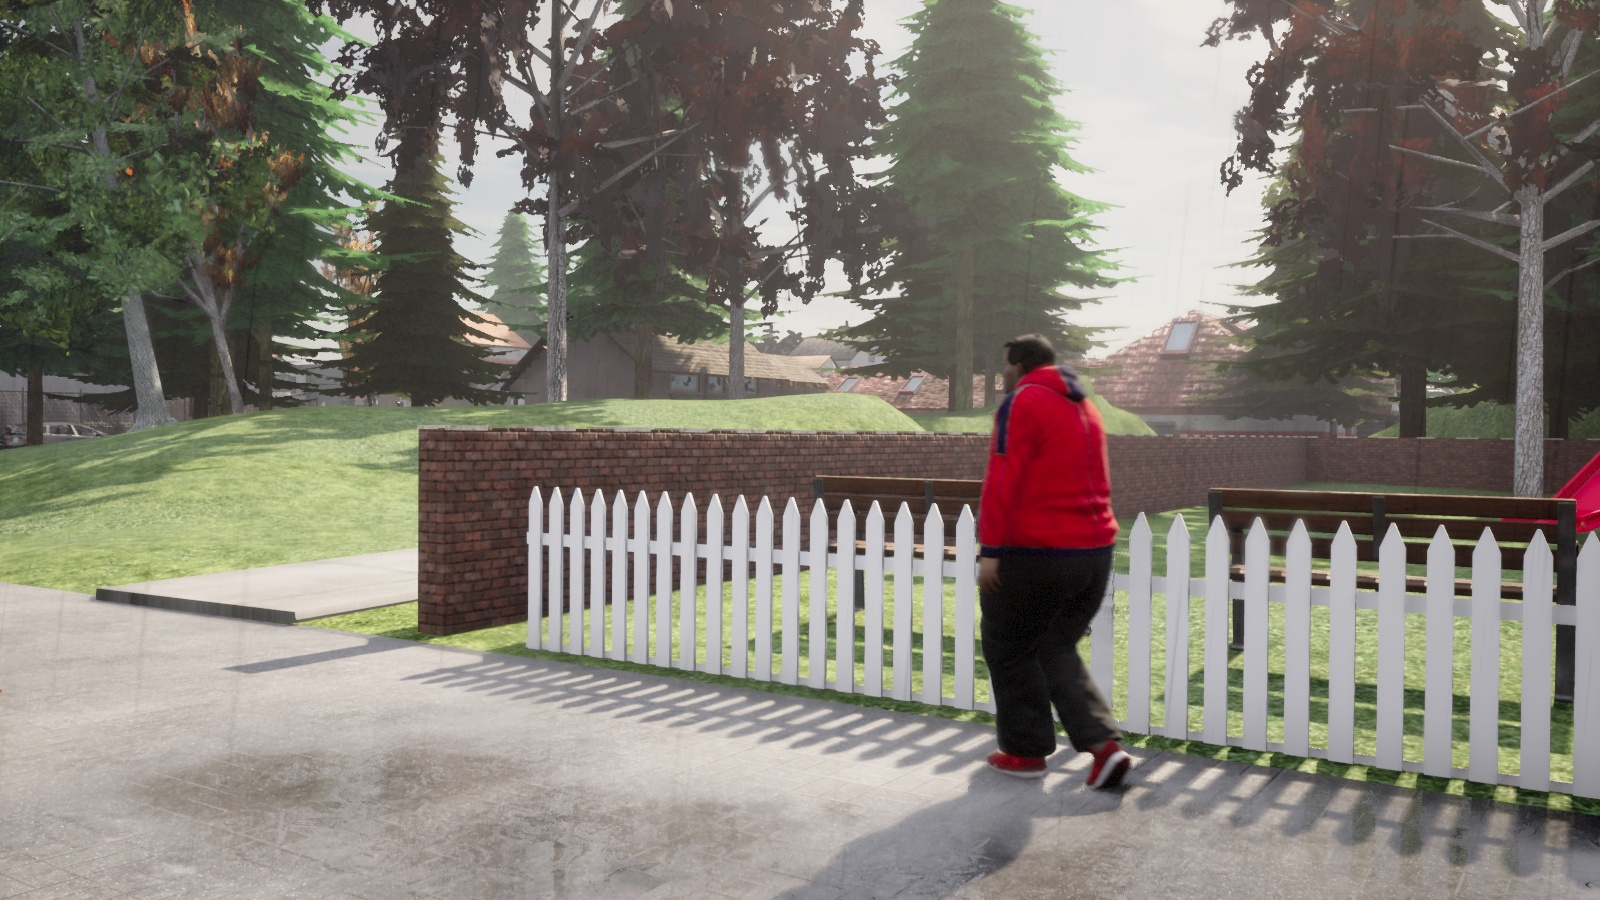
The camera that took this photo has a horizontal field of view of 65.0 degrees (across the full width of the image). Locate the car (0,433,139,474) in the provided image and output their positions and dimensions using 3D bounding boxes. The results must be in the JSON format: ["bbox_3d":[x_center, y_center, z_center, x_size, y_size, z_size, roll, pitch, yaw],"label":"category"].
[{"bbox_3d":[-31.403,0.122,54.095,2.242,1.667,4.611,0,1,33],"label":"car"}]

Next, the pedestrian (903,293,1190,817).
[{"bbox_3d":[0.959,0.365,4.956,0.634,1.844,0.899,-1,1,-42],"label":"pedestrian"}]

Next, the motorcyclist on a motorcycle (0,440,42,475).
[{"bbox_3d":[-35.075,0.322,55.801,0.866,1.530,2.191,0,1,34],"label":"motorcyclist on a motorcycle"}]
